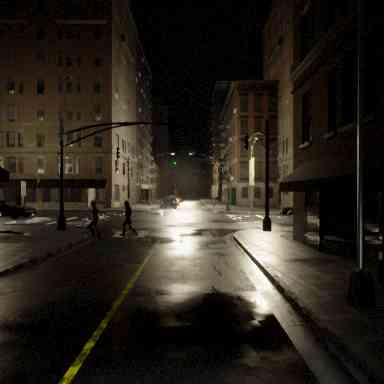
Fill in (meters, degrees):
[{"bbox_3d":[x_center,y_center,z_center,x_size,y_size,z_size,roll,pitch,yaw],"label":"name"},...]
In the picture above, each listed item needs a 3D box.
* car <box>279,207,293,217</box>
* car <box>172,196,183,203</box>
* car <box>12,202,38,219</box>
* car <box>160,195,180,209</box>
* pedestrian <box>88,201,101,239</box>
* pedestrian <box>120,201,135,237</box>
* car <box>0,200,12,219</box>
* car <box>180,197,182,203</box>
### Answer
[{"bbox_3d":[10.977,1.794,32.619,4.718,1.301,1.895,1,0,0],"label":"car"},{"bbox_3d":[-2.951,1.566,67.450,1.895,1.301,4.718,0,0,1],"label":"car"},{"bbox_3d":[-15.019,1.327,26.030,5.357,1.411,2.033,1,0,4],"label":"car"},{"bbox_3d":[-3.050,1.334,43.962,2.097,1.767,4.553,0,0,-1],"label":"car"},{"bbox_3d":[-4.634,1.290,15.766,0.375,1.860,0.375,0,0,0],"label":"pedestrian"},{"bbox_3d":[-3.191,1.287,16.462,0.375,1.860,0.375,0,0,0],"label":"pedestrian"},{"bbox_3d":[-15.445,1.279,22.757,4.892,1.490,1.837,1,0,0],"label":"car"},{"bbox_3d":[-3.061,1.327,53.603,2.097,1.767,4.553,0,0,0],"label":"car"}]
